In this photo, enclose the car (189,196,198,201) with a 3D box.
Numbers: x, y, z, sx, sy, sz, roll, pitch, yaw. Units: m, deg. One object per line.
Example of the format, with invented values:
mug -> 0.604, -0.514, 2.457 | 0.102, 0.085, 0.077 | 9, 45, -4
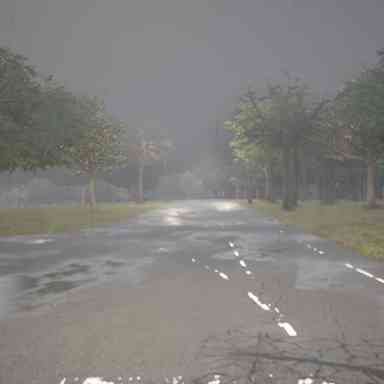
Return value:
car -> 0.443, 1.666, 88.269 | 1.895, 1.301, 4.718 | -1, 0, 9
